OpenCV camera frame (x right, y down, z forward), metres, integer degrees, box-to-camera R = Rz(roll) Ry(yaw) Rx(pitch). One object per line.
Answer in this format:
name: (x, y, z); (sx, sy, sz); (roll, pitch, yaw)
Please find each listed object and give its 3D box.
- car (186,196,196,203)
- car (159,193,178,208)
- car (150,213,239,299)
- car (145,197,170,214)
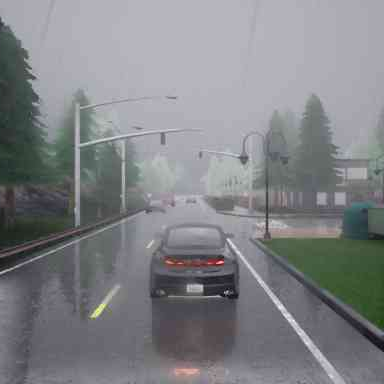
car: (-0.147, 1.564, 66.664); (1.994, 1.385, 4.181); (0, 0, 0)
car: (-3.710, 1.221, 49.711); (2.150, 2.045, 5.566); (0, 0, 0)
car: (0.055, 1.505, 8.456); (1.837, 1.490, 4.892); (0, 0, 0)
car: (-3.677, 1.525, 34.809); (1.812, 1.442, 4.674); (0, 0, 0)
